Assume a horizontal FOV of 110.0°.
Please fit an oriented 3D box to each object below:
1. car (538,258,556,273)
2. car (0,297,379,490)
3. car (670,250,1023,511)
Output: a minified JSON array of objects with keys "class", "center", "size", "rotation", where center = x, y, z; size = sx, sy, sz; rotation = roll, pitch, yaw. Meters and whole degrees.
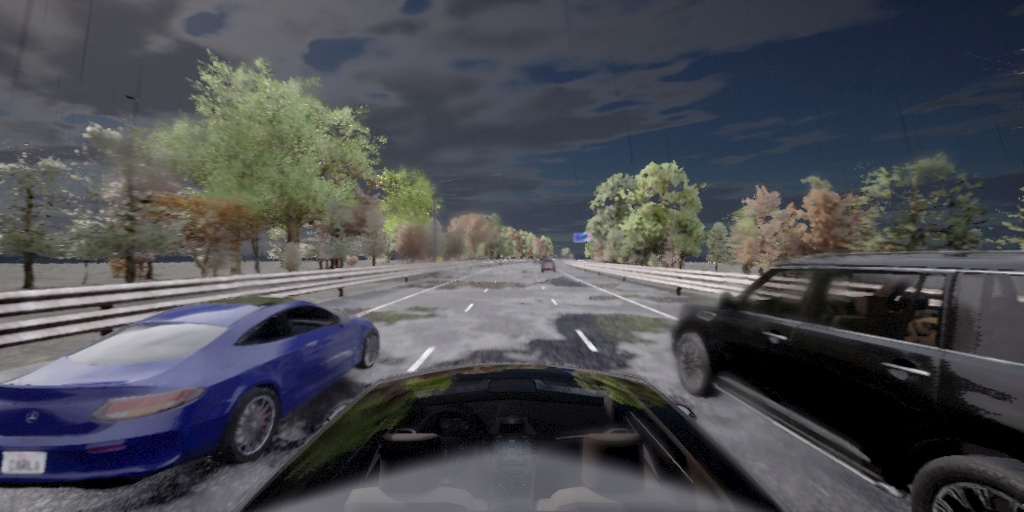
[{"class":"car","center":[4.804,1.322,47.445],"size":[2.033,1.649,4.856],"rotation":[0,0,3]},{"class":"car","center":[-3.385,1.270,4.794],"size":[1.812,1.442,4.674],"rotation":[0,0,0]},{"class":"car","center":[3.609,0.986,3.398],"size":[2.150,2.045,5.566],"rotation":[0,0,0]}]
